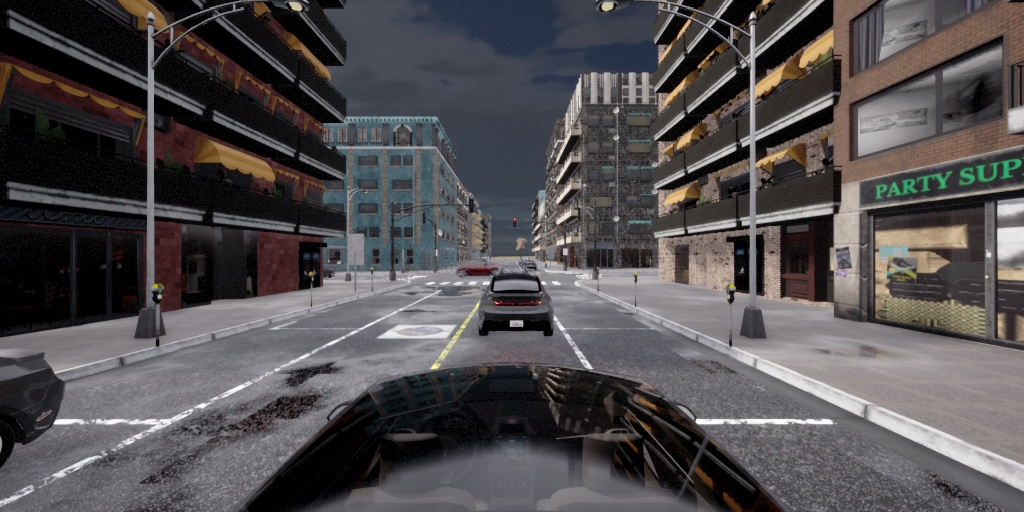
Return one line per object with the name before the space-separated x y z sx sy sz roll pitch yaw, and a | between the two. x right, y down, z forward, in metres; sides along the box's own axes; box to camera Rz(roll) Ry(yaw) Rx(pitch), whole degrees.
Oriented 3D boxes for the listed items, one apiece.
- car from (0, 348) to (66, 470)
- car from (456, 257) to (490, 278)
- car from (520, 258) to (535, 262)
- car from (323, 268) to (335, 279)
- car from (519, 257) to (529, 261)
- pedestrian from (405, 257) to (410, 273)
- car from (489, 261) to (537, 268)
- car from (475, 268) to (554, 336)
car | -5.315 1.300 1.691 2.007 1.370 4.403 0 0 0
car | -2.855 1.112 33.259 4.553 1.767 2.097 -1 0 0
car | 2.551 1.303 50.943 1.948 1.339 4.313 0 0 0
car | -19.194 1.439 33.379 5.008 1.535 1.882 -1 0 0
car | 2.548 1.312 62.047 1.802 1.307 4.207 0 0 0
pedestrian | -12.162 1.029 41.689 0.375 1.860 0.375 0 1 0
car | 0.096 1.239 19.702 2.128 1.511 4.902 0 0 0
car | 0.094 1.254 10.367 1.837 1.490 4.892 0 0 0
